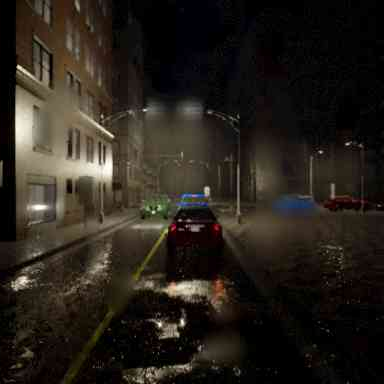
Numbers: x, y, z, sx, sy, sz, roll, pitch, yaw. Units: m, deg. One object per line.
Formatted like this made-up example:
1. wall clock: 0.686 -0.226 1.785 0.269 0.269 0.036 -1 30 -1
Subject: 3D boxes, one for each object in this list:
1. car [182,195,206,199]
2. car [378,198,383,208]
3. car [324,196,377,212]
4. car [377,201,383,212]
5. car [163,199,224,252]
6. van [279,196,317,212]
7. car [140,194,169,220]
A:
1. car: 0.126 1.219 24.378 2.150 2.045 5.566 0 0 0
2. car: 28.589 1.565 46.031 4.507 1.381 1.887 0 0 -1
3. car: 17.406 1.343 37.346 5.009 1.841 2.192 0 0 -1
4. car: 23.046 1.591 37.426 4.313 1.339 1.947 0 0 -1
5. car: 0.116 1.354 14.051 2.097 1.767 4.553 0 0 0
6. van: 11.766 1.369 37.265 3.998 1.788 1.690 0 0 -1
7. car: -2.971 1.219 28.355 2.150 2.045 5.566 0 0 0
